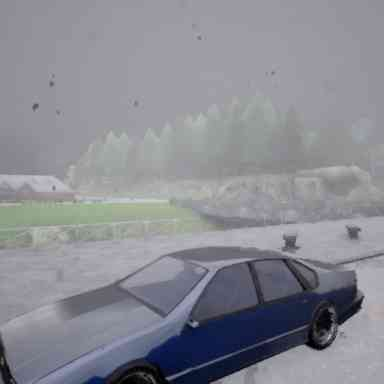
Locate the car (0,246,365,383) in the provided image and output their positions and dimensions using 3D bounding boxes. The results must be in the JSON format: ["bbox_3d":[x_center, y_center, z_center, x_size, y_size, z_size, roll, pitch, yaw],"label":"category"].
[{"bbox_3d":[0.295,1.544,4.682,5.357,1.411,2.033,0,0,-35],"label":"car"}]
